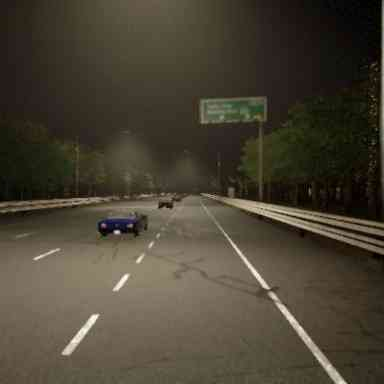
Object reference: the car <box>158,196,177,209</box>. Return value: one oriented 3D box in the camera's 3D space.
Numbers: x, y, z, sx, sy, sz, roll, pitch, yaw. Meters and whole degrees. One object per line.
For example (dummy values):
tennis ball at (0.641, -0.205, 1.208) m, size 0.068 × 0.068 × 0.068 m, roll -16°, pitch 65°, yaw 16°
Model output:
car at (-3.435, 1.586, 44.735) m, size 1.895 × 1.301 × 4.718 m, roll 0°, pitch 0°, yaw 0°

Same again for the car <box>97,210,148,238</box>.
car at (-3.486, 1.597, 17.746) m, size 1.895 × 1.301 × 4.718 m, roll 0°, pitch 0°, yaw 0°

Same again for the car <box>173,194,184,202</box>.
car at (-3.374, 1.331, 73.903) m, size 2.097 × 1.767 × 4.553 m, roll 0°, pitch 0°, yaw 0°
